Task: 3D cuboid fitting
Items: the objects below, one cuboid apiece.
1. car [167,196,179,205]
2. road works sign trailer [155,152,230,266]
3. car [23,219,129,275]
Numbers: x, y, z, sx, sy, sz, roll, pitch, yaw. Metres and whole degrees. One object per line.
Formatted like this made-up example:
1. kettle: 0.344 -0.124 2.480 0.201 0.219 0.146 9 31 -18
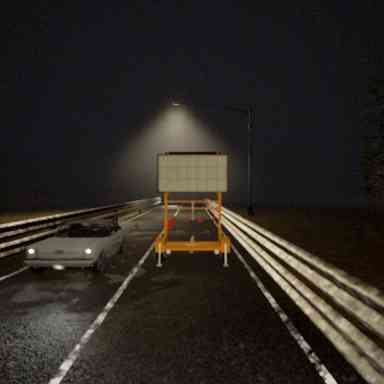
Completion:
1. car: -3.236 1.345 54.223 2.128 1.511 4.902 0 0 0
2. road works sign trailer: 0.030 0.433 11.378 2.380 3.560 2.880 0 0 0
3. car: -3.332 1.572 10.538 1.895 1.301 4.718 0 0 0
